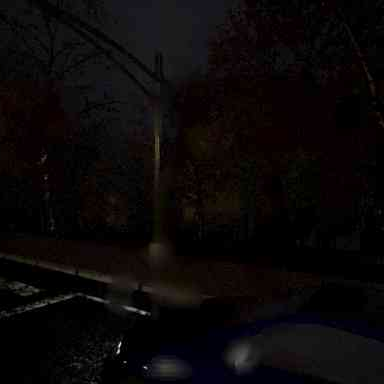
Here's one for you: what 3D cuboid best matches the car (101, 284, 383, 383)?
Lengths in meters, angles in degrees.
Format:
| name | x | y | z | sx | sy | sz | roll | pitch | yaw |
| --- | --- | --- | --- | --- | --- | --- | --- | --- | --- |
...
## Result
| name | x | y | z | sx | sy | sz | roll | pitch | yaw |
| --- | --- | --- | --- | --- | --- | --- | --- | --- | --- |
| car | 1.146 | 1.564 | 2.865 | 4.181 | 1.385 | 1.994 | 0 | 0 | 35 |
